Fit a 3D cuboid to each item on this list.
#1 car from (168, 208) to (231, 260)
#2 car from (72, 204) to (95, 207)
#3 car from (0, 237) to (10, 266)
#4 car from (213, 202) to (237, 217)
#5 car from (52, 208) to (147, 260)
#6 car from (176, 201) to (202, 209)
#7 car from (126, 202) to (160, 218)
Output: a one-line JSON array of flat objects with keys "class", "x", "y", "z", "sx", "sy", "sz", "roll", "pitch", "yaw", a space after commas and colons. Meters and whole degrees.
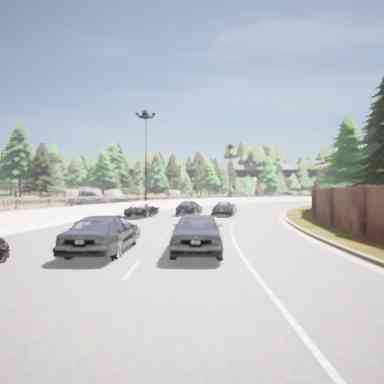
[{"class": "car", "x": 0.211, "y": 1.568, "z": 12.496, "sx": 2.033, "sy": 1.411, "sz": 5.357, "roll": 0, "pitch": 0, "yaw": 2}, {"class": "car", "x": -12.358, "y": 1.615, "z": 42.204, "sx": 2.033, "sy": 1.411, "sz": 5.357, "roll": 0, "pitch": 0, "yaw": 18}, {"class": "car", "x": -6.872, "y": 1.580, "z": 8.996, "sx": 1.994, "sy": 1.385, "sz": 4.181, "roll": 0, "pitch": 0, "yaw": 1}, {"class": "car", "x": 3.222, "y": 1.616, "z": 32.415, "sx": 1.994, "sy": 1.385, "sz": 4.181, "roll": 0, "pitch": 0, "yaw": 15}, {"class": "car", "x": -3.288, "y": 1.568, "z": 12.496, "sx": 2.033, "sy": 1.411, "sz": 5.357, "roll": 0, "pitch": 0, "yaw": 2}, {"class": "car", "x": -0.269, "y": 1.579, "z": 32.942, "sx": 1.812, "sy": 1.442, "sz": 4.674, "roll": 0, "pitch": 0, "yaw": 14}, {"class": "car", "x": -4.477, "y": 1.650, "z": 30.515, "sx": 1.895, "sy": 1.301, "sz": 4.718, "roll": 0, "pitch": 0, "yaw": 13}]
